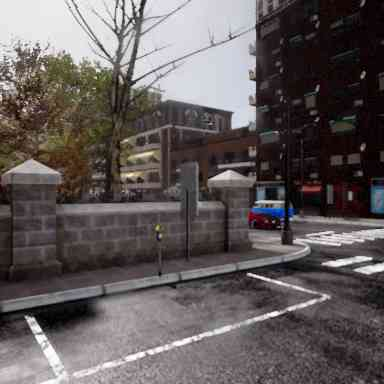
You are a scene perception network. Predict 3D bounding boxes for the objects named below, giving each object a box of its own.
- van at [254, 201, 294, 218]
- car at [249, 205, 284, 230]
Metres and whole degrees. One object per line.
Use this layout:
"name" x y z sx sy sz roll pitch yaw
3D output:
"van" 7.209 1.718 30.120 1.690 1.788 3.998 -1 0 -36
"car" 4.357 1.890 24.203 1.994 1.385 4.181 0 -1 -36
